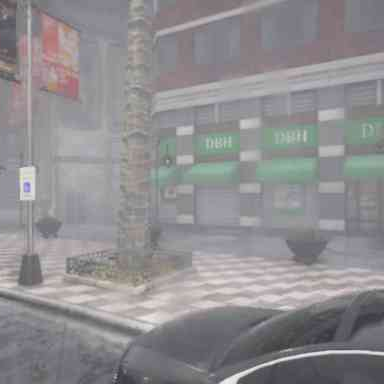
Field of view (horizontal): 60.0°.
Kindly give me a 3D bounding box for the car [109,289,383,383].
[{"bbox_3d":[1.479,1.501,2.225,4.892,1.490,1.837,0,0,36],"label":"car"}]
